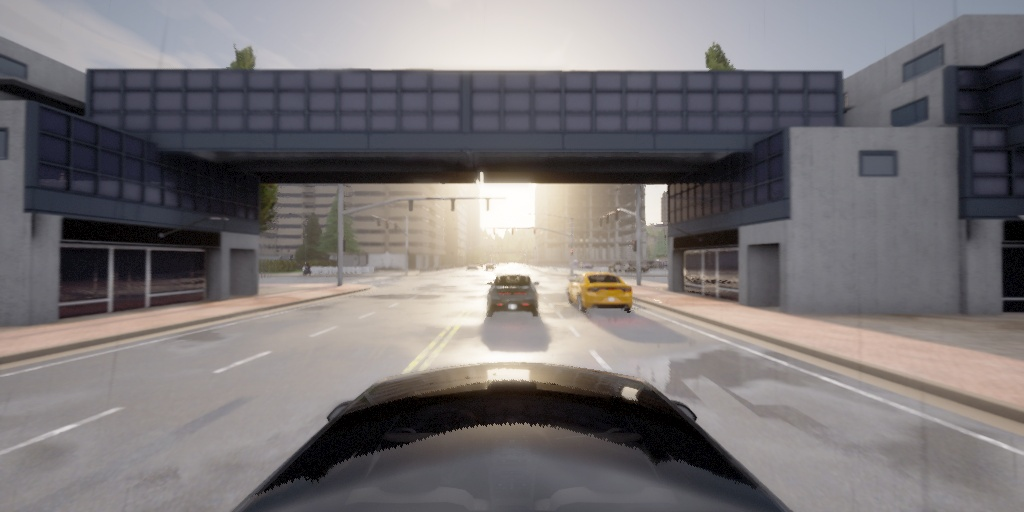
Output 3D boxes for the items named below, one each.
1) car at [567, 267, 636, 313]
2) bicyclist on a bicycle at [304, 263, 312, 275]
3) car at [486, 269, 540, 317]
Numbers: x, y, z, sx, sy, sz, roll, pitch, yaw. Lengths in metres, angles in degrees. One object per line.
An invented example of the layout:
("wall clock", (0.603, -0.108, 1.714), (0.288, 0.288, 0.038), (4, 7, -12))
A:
("car", (3.549, 1.413, 15.195), (1.882, 1.535, 5.008), (0, -1, 0))
("bicyclist on a bicycle", (-26.027, 1.653, 45.735), (0.582, 1.620, 1.656), (0, 0, 0))
("car", (0.042, 1.427, 14.133), (1.837, 1.490, 4.892), (0, 0, 0))
